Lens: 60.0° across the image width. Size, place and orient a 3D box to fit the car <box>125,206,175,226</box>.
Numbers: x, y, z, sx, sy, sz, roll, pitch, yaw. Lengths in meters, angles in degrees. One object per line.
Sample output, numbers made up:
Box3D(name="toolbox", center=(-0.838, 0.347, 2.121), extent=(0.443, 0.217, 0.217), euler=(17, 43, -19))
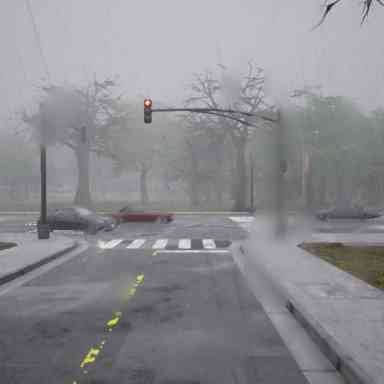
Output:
Box3D(name="car", center=(-3.531, 1.601, 22.863), extent=(4.718, 1.301, 1.895), euler=(0, 0, 0))

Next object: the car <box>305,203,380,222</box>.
Box3D(name="car", center=(11.820, 1.563, 26.311), extent=(5.357, 1.411, 2.033), euler=(0, 0, 0))

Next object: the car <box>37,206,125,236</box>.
Box3D(name="car", center=(-6.352, 1.526, 18.400), extent=(4.674, 1.442, 1.812), euler=(0, 0, 20))
